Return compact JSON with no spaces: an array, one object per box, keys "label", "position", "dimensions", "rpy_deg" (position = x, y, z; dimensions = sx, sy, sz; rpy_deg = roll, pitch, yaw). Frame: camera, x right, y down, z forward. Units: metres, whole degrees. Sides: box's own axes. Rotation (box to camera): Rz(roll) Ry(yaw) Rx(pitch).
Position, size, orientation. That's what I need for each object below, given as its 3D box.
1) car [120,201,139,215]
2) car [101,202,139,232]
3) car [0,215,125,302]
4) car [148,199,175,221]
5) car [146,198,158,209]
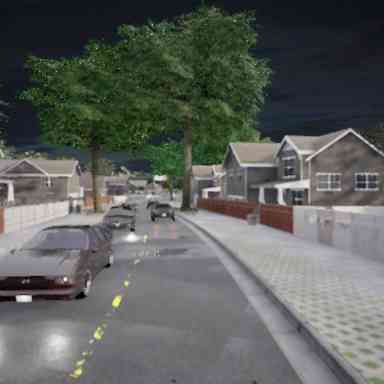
[{"label":"car","position":[-6.852,1.728,36.734],"dimensions":[1.895,1.301,4.718],"rpy_deg":[0,0,-9]},{"label":"car","position":[-4.391,1.582,20.635],"dimensions":[1.837,1.490,4.892],"rpy_deg":[0,0,-7]},{"label":"car","position":[-3.249,1.585,8.766],"dimensions":[2.033,1.411,5.357],"rpy_deg":[0,0,-4]},{"label":"car","position":[-2.520,1.610,27.914],"dimensions":[1.812,1.442,4.674],"rpy_deg":[0,0,-9]},{"label":"car","position":[-5.643,1.664,48.767],"dimensions":[1.837,1.490,4.892],"rpy_deg":[0,0,-7]}]
